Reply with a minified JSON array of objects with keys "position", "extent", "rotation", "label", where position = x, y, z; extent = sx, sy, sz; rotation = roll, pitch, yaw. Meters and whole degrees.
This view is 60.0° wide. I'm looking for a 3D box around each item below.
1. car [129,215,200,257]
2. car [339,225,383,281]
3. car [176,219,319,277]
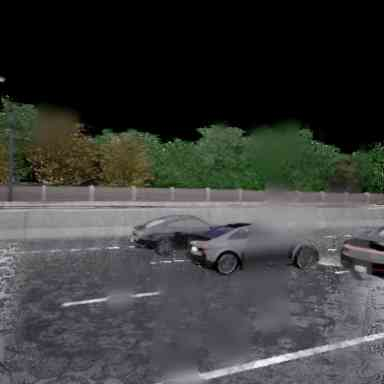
[{"position":[-0.152,1.656,13.424],"extent":[4.674,1.442,1.812],"rotation":[1,0,-23],"label":"car"},{"position":[6.032,1.552,8.449],"extent":[4.902,1.511,2.128],"rotation":[1,0,-23],"label":"car"},{"position":[1.898,1.667,10.497],"extent":[4.181,1.385,1.994],"rotation":[1,-1,-23],"label":"car"}]
